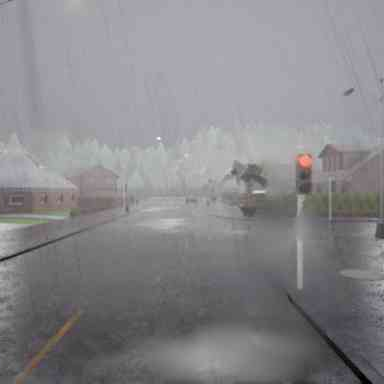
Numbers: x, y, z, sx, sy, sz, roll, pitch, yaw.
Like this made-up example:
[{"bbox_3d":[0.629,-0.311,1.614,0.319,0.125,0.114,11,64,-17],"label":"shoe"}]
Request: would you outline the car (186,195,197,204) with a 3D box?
[{"bbox_3d":[-0.139,1.381,61.603,1.837,1.490,4.892,0,0,0],"label":"car"}]
